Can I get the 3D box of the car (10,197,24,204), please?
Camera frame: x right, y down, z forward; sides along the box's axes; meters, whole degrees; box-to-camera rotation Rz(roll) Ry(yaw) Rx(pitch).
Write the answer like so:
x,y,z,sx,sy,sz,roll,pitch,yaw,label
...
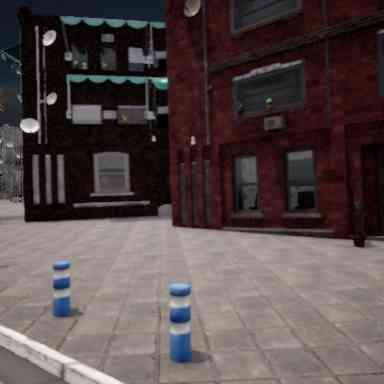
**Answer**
x,y,z,sx,sy,sz,roll,pitch,yaw,label
-21.764,0.831,44.849,1.895,1.301,4.718,-3,1,34,car
